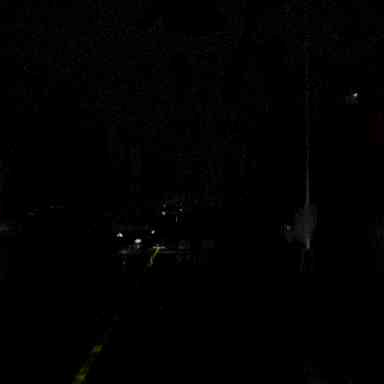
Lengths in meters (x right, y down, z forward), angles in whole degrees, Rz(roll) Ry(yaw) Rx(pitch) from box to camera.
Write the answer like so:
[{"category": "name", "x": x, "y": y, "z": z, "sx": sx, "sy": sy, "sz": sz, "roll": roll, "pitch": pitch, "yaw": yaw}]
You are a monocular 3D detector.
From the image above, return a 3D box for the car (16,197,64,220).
[{"category": "car", "x": -14.712, "y": 1.522, "z": 30.564, "sx": 5.566, "sy": 2.045, "sz": 2.150, "roll": 0, "pitch": -1, "yaw": 2}]

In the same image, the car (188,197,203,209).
[{"category": "car", "x": 0.437, "y": 1.532, "z": 48.249, "sx": 2.097, "sy": 1.767, "sz": 4.553, "roll": 0, "pitch": 0, "yaw": 0}]

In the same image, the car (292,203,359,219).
[{"category": "car", "x": 10.936, "y": 1.604, "z": 27.879, "sx": 4.718, "sy": 1.301, "sz": 1.895, "roll": -1, "pitch": -2, "yaw": 0}]

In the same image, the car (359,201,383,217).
[{"category": "car", "x": 16.900, "y": 1.562, "z": 31.184, "sx": 5.357, "sy": 1.411, "sz": 2.033, "roll": -1, "pitch": -2, "yaw": -1}]

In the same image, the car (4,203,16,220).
[{"category": "car", "x": -17.826, "y": 1.702, "z": 27.635, "sx": 5.008, "sy": 1.535, "sz": 1.882, "roll": 0, "pitch": -2, "yaw": 0}]

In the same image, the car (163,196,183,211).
[{"category": "car", "x": -2.588, "y": 1.642, "z": 43.152, "sx": 1.882, "sy": 1.535, "sz": 5.008, "roll": 0, "pitch": 0, "yaw": 2}]

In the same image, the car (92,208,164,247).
[{"category": "car", "x": -3.412, "y": 1.522, "z": 15.800, "sx": 2.033, "sy": 1.411, "sz": 5.357, "roll": -2, "pitch": 3, "yaw": -28}]

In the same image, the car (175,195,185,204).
[{"category": "car", "x": -2.500, "y": 1.682, "z": 55.303, "sx": 1.882, "sy": 1.535, "sz": 5.008, "roll": 0, "pitch": 0, "yaw": 1}]
